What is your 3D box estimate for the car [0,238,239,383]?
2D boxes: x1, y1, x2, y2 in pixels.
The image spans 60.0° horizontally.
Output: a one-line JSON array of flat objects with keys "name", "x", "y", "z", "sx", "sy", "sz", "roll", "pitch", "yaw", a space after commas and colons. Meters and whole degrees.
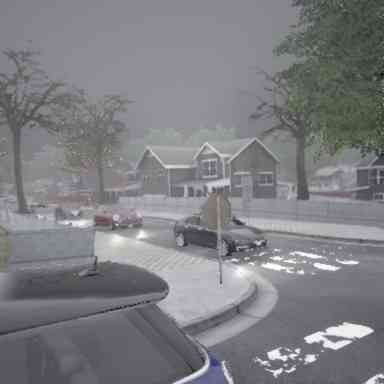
[{"name": "car", "x": -1.862, "y": 1.350, "z": 1.603, "sx": 4.553, "sy": 1.767, "sz": 2.097, "roll": 0, "pitch": 0, "yaw": -35}]

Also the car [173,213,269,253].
[{"name": "car", "x": 1.012, "y": 1.651, "z": 14.001, "sx": 1.837, "sy": 1.490, "sz": 4.892, "roll": -3, "pitch": 1, "yaw": -35}]

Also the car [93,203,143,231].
[{"name": "car", "x": -5.177, "y": 1.585, "z": 22.824, "sx": 2.097, "sy": 1.767, "sz": 4.553, "roll": -3, "pitch": 1, "yaw": -35}]

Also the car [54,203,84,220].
[{"name": "car", "x": -12.230, "y": 1.827, "z": 32.910, "sx": 2.128, "sy": 1.511, "sz": 4.902, "roll": -3, "pitch": 2, "yaw": -35}]
